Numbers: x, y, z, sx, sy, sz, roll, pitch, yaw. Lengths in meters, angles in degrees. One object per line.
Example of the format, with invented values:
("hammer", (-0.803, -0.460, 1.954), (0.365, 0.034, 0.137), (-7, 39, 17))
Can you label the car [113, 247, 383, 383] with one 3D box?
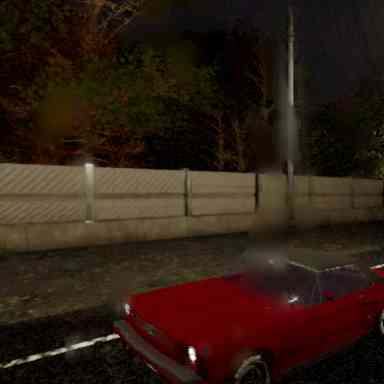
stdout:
("car", (1.339, 1.591, 4.925), (4.718, 1.301, 1.895), (0, 0, -35))
